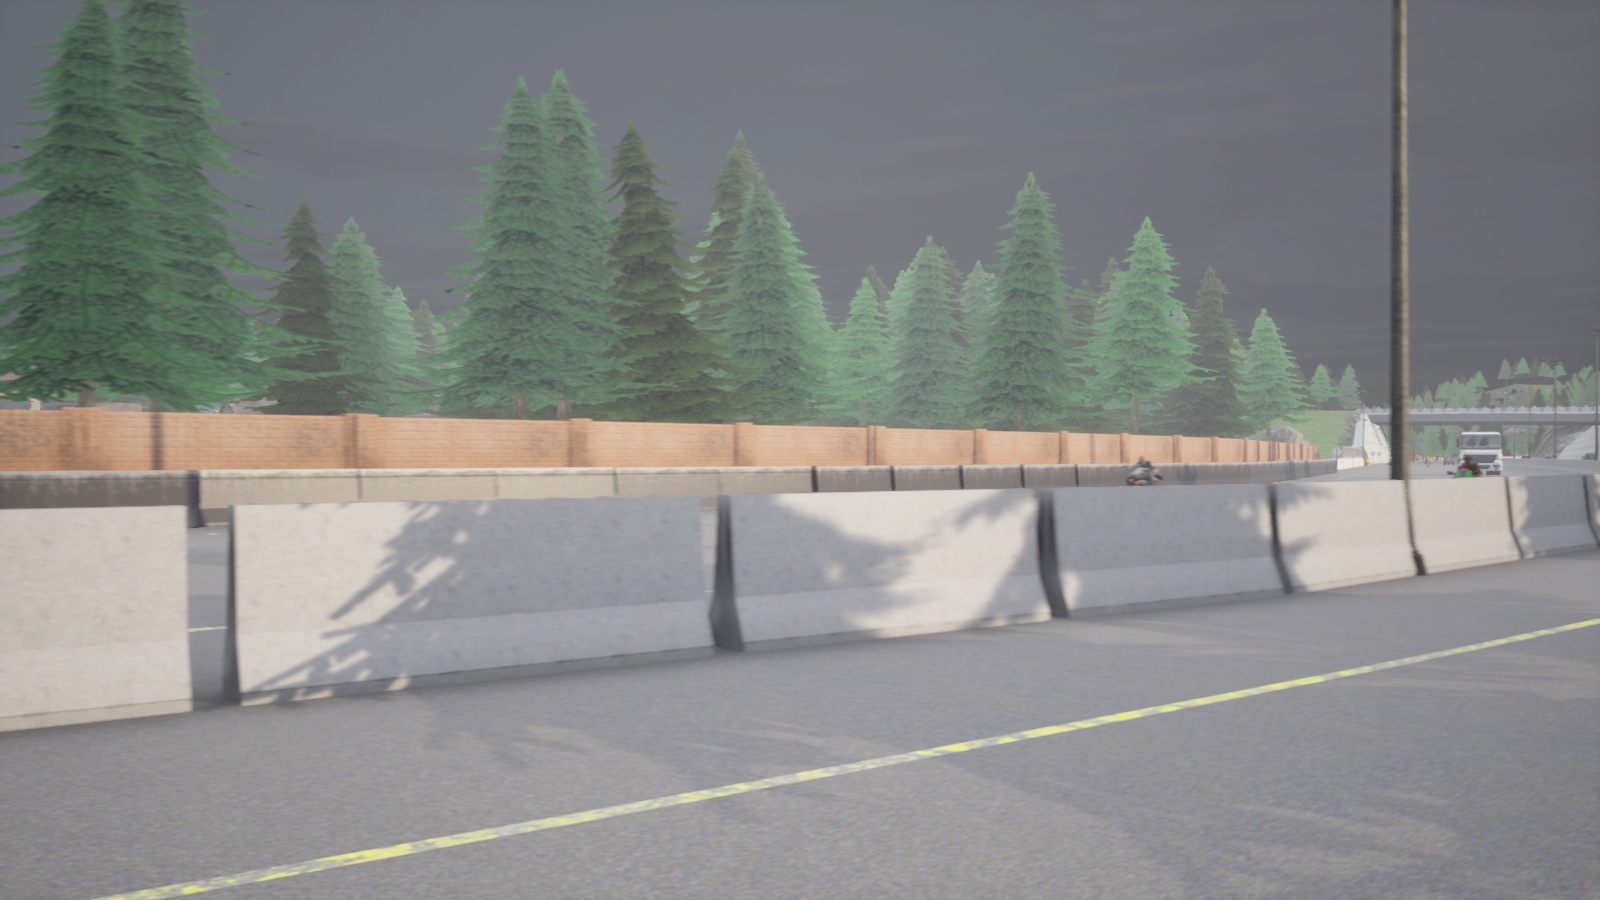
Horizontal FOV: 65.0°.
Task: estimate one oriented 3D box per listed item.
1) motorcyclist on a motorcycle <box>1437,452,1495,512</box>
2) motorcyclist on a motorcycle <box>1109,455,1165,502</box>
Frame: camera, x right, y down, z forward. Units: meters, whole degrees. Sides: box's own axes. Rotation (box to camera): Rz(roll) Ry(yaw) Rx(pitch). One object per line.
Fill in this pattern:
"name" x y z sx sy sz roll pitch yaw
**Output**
"motorcyclist on a motorcycle" 17.346 0.814 32.707 0.797 1.523 2.044 -2 -1 43
"motorcyclist on a motorcycle" 11.149 0.927 41.466 0.866 1.530 2.191 -1 -1 42
